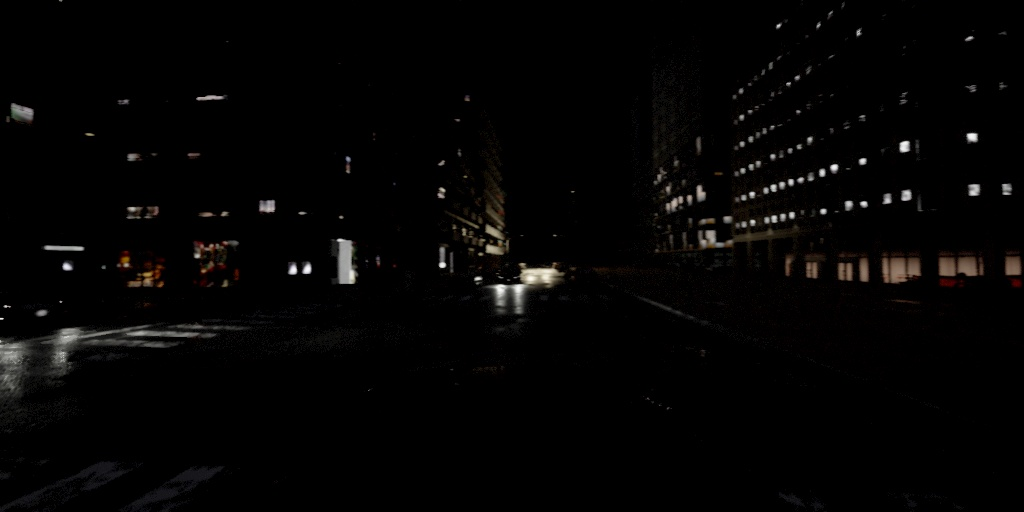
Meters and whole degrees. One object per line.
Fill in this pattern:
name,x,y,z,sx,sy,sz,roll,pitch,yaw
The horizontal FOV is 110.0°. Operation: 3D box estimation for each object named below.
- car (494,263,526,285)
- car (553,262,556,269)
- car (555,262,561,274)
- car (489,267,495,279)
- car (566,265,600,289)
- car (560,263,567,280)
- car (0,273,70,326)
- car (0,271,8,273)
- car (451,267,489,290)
car,-0.054,1.675,31.162,1.837,1.490,4.892,-1,0,5
car,8.740,1.984,64.066,1.751,1.417,4.829,0,0,5
car,7.697,1.903,52.879,1.802,1.307,4.207,0,0,5
car,-2.187,1.795,37.132,2.007,1.370,4.403,0,0,5
car,5.129,1.528,25.338,1.888,1.381,4.507,0,0,5
car,6.172,1.642,36.524,1.751,1.417,4.829,0,0,5
car,-15.818,1.362,10.402,4.902,1.511,2.128,0,-1,4
car,-26.089,1.395,17.052,4.097,1.591,1.967,0,0,5
car,-3.214,1.661,26.115,2.007,1.370,4.403,0,0,5
